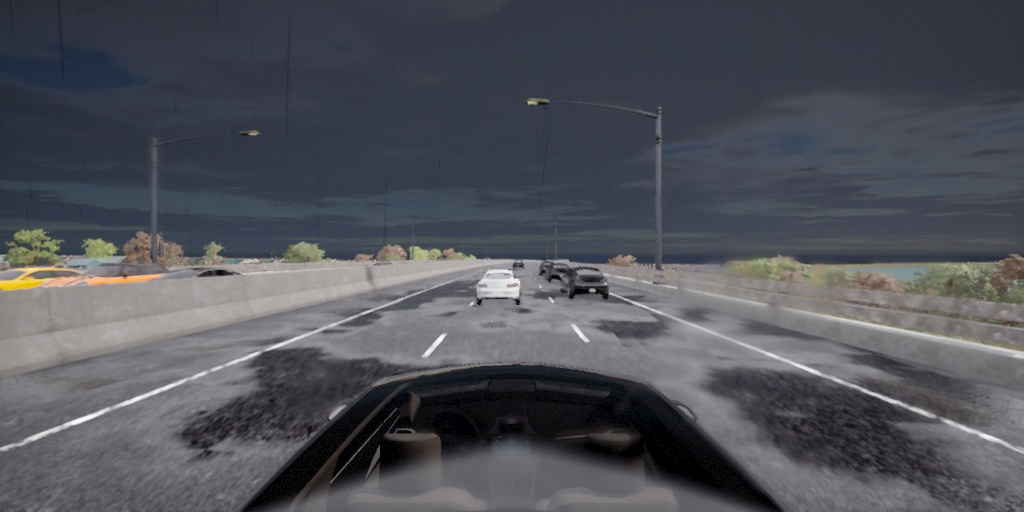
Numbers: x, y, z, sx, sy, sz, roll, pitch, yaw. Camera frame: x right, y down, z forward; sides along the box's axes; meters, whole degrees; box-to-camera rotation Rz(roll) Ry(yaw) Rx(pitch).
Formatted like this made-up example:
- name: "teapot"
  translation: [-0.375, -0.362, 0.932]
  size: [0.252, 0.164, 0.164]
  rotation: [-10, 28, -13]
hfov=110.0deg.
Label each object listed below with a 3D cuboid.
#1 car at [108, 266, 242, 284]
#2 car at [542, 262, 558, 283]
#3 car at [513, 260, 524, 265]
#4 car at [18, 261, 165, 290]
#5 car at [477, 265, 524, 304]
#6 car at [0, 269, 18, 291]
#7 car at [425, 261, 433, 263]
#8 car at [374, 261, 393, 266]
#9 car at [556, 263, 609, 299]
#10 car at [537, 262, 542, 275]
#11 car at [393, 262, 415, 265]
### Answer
- name: "car"
  translation: [-14.024, 1.283, 15.795]
  size: [1.837, 1.490, 4.892]
  rotation: [0, 0, 1]
- name: "car"
  translation: [3.729, 1.329, 29.210]
  size: [1.837, 1.490, 4.892]
  rotation: [0, 0, 1]
- name: "car"
  translation: [1.159, 1.446, 63.442]
  size: [1.882, 1.535, 5.008]
  rotation: [0, 0, 3]
- name: "car"
  translation: [-17.524, 1.129, 15.846]
  size: [2.097, 1.767, 4.553]
  rotation: [0, 0, 1]
- name: "car"
  translation: [-0.505, 1.311, 16.381]
  size: [1.812, 1.442, 4.674]
  rotation: [0, 0, 2]
- name: "car"
  translation: [-21.027, 1.252, 15.593]
  size: [1.882, 1.535, 5.008]
  rotation: [0, 0, 1]
- name: "car"
  translation: [-13.152, 1.487, 56.465]
  size: [1.994, 1.385, 4.181]
  rotation: [0, 0, 2]
- name: "car"
  translation: [-20.147, 1.484, 56.590]
  size: [1.994, 1.385, 4.181]
  rotation: [0, 0, 2]
- name: "car"
  translation: [3.584, 1.297, 18.288]
  size: [1.837, 1.490, 4.892]
  rotation: [0, 0, 1]
- name: "car"
  translation: [3.943, 1.367, 40.131]
  size: [1.837, 1.490, 4.892]
  rotation: [0, 0, 1]
- name: "car"
  translation: [-16.632, 1.525, 56.880]
  size: [1.895, 1.301, 4.718]
  rotation: [0, 0, 2]
